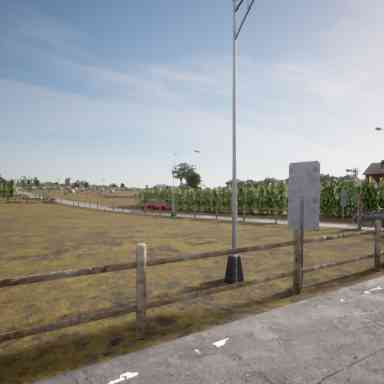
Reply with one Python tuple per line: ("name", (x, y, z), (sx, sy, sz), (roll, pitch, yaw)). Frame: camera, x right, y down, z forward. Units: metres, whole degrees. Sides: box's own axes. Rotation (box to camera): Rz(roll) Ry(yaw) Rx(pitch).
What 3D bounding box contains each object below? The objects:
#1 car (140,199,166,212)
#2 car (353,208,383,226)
("car", (-6.356, 2.234, 54.190), (2.150, 2.045, 5.566), (3, -2, -35))
("car", (14.487, 1.923, 25.090), (1.994, 1.385, 4.181), (3, -3, -39))
